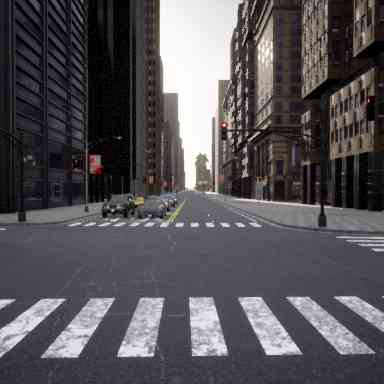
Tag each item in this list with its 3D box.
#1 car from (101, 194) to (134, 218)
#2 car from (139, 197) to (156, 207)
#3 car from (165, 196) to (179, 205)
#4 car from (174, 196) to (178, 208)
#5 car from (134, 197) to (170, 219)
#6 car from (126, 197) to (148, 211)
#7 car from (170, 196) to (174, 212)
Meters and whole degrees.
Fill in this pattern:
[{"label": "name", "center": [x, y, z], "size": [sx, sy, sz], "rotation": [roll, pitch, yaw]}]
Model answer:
[{"label": "car", "center": [-6.653, 1.190, 30.658], "size": [2.150, 2.045, 5.566], "rotation": [0, 0, 0]}, {"label": "car", "center": [-6.687, 1.497, 50.554], "size": [1.994, 1.385, 4.181], "rotation": [0, 0, 0]}, {"label": "car", "center": [-3.422, 1.465, 58.478], "size": [2.033, 1.411, 5.357], "rotation": [0, 0, 0]}, {"label": "car", "center": [-3.443, 1.501, 48.061], "size": [1.994, 1.385, 4.181], "rotation": [0, 0, -1]}, {"label": "car", "center": [-3.399, 1.323, 29.054], "size": [2.097, 1.767, 4.553], "rotation": [0, 0, 0]}, {"label": "car", "center": [-6.663, 1.428, 40.663], "size": [1.882, 1.535, 5.008], "rotation": [0, 0, 0]}, {"label": "car", "center": [-3.417, 1.481, 38.036], "size": [1.812, 1.442, 4.674], "rotation": [0, 0, 0]}]
